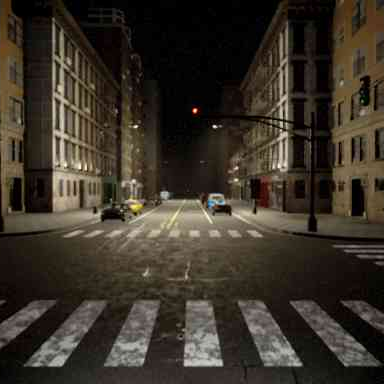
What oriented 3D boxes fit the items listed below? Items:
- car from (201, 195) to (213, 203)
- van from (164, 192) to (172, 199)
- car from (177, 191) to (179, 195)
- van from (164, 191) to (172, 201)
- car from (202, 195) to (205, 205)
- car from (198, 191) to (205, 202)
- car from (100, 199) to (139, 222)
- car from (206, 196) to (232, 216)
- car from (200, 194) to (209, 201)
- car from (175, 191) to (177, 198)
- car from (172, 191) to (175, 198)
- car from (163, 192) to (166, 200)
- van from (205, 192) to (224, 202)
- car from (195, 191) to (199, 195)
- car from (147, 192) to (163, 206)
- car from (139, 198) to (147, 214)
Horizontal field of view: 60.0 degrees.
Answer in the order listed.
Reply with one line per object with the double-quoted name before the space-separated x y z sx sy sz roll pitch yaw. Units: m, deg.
"car" 2.500 1.182 56.878 1.947 1.339 4.313 0 0 0
"van" -5.641 0.814 78.479 1.690 1.788 3.998 0 0 0
"car" -5.698 0.679 94.697 2.192 1.841 5.009 0 0 0
"van" -5.604 0.886 67.666 1.690 1.788 3.998 0 0 0
"car" 2.538 1.307 40.660 1.802 1.307 4.206 0 0 0
"car" 2.513 0.968 51.470 2.192 1.841 5.009 0 0 0
"car" -5.453 1.386 24.420 2.008 1.369 4.403 0 0 0
"car" 2.563 1.349 29.847 2.008 1.369 4.403 0 0 0
"car" 2.475 1.069 67.859 1.752 1.417 4.829 0 0 0
"car" -5.679 0.951 89.293 2.008 1.369 4.403 0 0 0
"car" -5.622 0.824 73.072 2.192 1.841 5.009 0 0 0
"car" -5.547 1.180 51.280 1.752 1.417 4.829 0 0 0
"van" 2.550 1.102 35.252 1.690 1.788 3.998 0 0 0
"car" 2.438 0.980 83.909 1.887 1.381 4.507 0 0 0
"car" -5.528 1.129 46.044 1.967 1.590 4.097 0 0 0
"car" -5.471 1.325 29.656 1.752 1.417 4.829 0 0 0
